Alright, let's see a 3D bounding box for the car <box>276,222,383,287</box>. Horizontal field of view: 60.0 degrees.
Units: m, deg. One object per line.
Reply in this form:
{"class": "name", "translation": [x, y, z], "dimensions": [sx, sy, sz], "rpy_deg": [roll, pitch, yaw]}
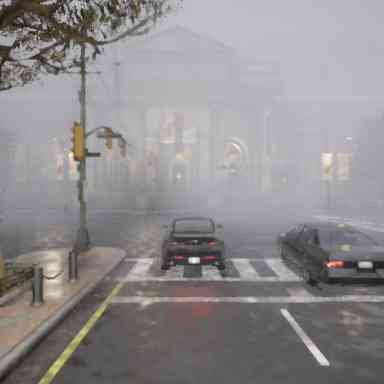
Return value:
{"class": "car", "translation": [3.768, 1.574, 9.454], "dimensions": [2.033, 1.411, 5.357], "rpy_deg": [0, 0, 3]}

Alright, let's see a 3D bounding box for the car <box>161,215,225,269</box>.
{"class": "car", "translation": [0.018, 1.539, 11.239], "dimensions": [1.837, 1.490, 4.892], "rpy_deg": [0, 0, -1]}
